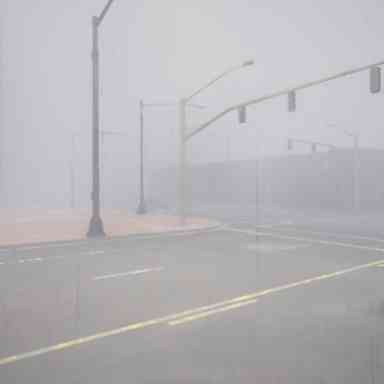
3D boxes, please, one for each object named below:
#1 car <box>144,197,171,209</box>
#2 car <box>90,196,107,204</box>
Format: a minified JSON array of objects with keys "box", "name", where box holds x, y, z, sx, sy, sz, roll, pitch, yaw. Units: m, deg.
[{"box":[-4.644,1.409,43.296,1.837,1.490,4.892,0,0,-36],"name":"car"},{"box":[-17.053,1.472,60.625,1.994,1.385,4.181,0,0,-36],"name":"car"}]
